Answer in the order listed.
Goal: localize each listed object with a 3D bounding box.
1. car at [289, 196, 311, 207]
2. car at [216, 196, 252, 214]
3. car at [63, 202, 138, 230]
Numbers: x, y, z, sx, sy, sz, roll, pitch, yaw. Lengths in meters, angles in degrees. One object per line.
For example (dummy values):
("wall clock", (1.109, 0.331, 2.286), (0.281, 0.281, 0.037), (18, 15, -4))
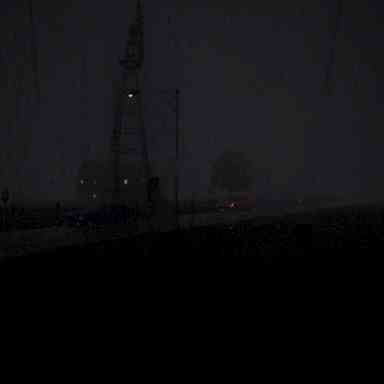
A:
("car", (15.886, 1.305, 48.847), (1.882, 1.535, 5.008), (1, 1, 38))
("car", (4.349, 1.208, 34.188), (2.097, 1.767, 4.553), (1, 1, 38))
("car", (-5.640, 1.392, 21.068), (1.882, 1.535, 5.008), (1, 1, 37))
